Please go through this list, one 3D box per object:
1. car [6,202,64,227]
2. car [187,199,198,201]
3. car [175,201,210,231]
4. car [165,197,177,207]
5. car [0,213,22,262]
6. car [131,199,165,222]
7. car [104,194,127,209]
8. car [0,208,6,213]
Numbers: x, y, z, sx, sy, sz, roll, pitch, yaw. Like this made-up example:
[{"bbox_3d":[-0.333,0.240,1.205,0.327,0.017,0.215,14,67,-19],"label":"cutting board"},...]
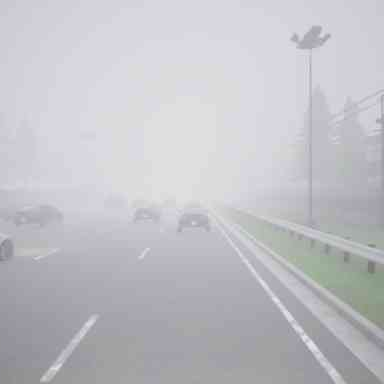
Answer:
[{"bbox_3d":[-10.401,1.535,22.777,1.812,1.442,4.674,0,0,0],"label":"car"},{"bbox_3d":[0.095,1.618,43.119,1.895,1.301,4.718,0,0,0],"label":"car"},{"bbox_3d":[0.098,1.534,20.375,1.812,1.442,4.674,0,0,0],"label":"car"},{"bbox_3d":[-3.409,1.512,51.245,2.128,1.511,4.902,0,0,0],"label":"car"},{"bbox_3d":[-6.900,1.530,9.247,1.812,1.442,4.674,0,0,0],"label":"car"},{"bbox_3d":[-3.401,1.536,26.241,1.812,1.442,4.674,0,0,0],"label":"car"},{"bbox_3d":[-10.405,1.241,45.673,2.150,2.045,5.566,0,0,0],"label":"car"},{"bbox_3d":[-13.905,1.559,27.831,2.033,1.411,5.357,0,0,0],"label":"car"}]
